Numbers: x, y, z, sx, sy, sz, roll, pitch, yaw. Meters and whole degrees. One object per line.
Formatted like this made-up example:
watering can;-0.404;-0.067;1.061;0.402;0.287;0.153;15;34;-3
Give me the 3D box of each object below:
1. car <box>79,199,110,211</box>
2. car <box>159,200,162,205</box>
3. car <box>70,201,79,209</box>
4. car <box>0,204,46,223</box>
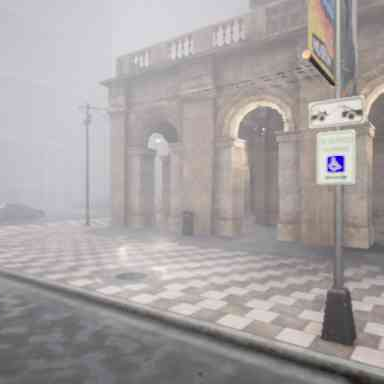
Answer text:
car;-11.251;1.566;41.251;1.994;1.385;4.181;0;0;35
car;-3.783;1.568;57.601;1.994;1.385;4.181;0;0;36
car;-13.784;1.566;43.726;1.994;1.385;4.181;0;0;35
car;-13.443;1.565;25.468;1.994;1.385;4.181;0;0;31
